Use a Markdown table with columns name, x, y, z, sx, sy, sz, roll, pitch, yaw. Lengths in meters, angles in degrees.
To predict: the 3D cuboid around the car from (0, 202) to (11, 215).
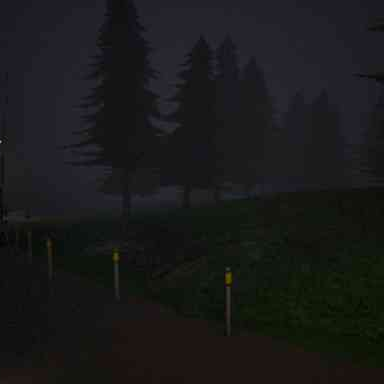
| name | x | y | z | sx | sy | sz | roll | pitch | yaw |
| --- | --- | --- | --- | --- | --- | --- | --- | --- | --- |
| car | -21.714 | 1.816 | 36.795 | 2.128 | 1.511 | 4.902 | 3 | -2 | -8 |
